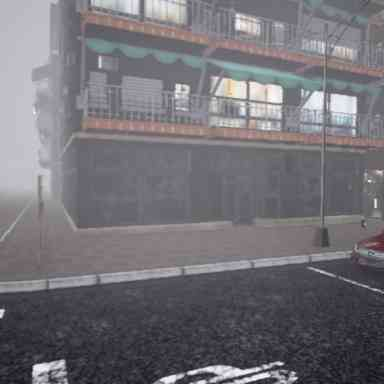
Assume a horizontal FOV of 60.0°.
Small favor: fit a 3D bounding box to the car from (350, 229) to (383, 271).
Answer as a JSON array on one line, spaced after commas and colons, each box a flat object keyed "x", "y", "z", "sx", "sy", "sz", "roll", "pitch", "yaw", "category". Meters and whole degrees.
[{"x": 6.180, "y": 1.417, "z": 8.809, "sx": 4.206, "sy": 1.307, "sz": 1.802, "roll": 0, "pitch": 1, "yaw": -24, "category": "car"}]
